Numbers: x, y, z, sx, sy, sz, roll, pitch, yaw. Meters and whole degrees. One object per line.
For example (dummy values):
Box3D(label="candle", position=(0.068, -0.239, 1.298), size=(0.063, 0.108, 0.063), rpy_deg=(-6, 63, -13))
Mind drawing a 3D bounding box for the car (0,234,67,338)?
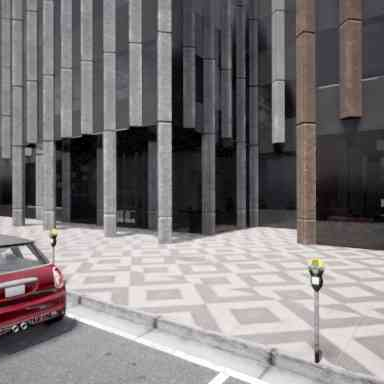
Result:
Box3D(label="car", position=(-4.103, 1.440, 5.881), size=(4.097, 1.590, 1.967), rpy_deg=(0, 0, 35))
